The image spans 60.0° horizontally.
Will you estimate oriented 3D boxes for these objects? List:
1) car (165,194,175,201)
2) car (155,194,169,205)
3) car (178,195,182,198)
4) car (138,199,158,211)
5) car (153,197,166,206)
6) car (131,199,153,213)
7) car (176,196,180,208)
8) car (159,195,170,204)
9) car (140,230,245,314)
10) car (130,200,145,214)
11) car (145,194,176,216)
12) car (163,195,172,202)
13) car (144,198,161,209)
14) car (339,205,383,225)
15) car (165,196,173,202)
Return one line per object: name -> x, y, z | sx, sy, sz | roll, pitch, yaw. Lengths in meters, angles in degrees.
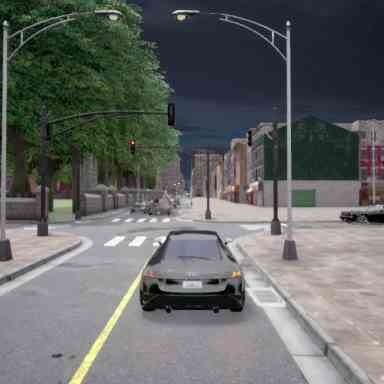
car -> -6.056, 1.542, 92.084 | 2.192, 1.841, 5.009 | 1, 0, -1
car -> -5.798, 1.413, 64.833 | 2.192, 1.841, 5.009 | 1, 0, -1
car -> -3.206, 1.593, 61.718 | 1.837, 1.490, 4.892 | 0, 0, 0
car -> -5.598, 1.591, 43.032 | 2.008, 1.369, 4.403 | 1, 0, -1
car -> -5.753, 1.662, 59.382 | 1.802, 1.307, 4.206 | 1, 0, -1
car -> -5.601, 1.558, 37.871 | 1.752, 1.417, 4.829 | 1, 0, -1
car -> -3.092, 1.574, 46.842 | 1.812, 1.442, 4.674 | 0, 0, -1
car -> -5.852, 1.559, 70.282 | 1.967, 1.590, 4.097 | 1, 0, -1
car -> 0.024, 1.567, 7.730 | 1.994, 1.385, 4.181 | 0, 0, 1
car -> -5.559, 1.580, 35.897 | 2.008, 1.369, 4.403 | 1, 0, -1
car -> -3.049, 1.377, 33.193 | 2.097, 1.767, 4.553 | 0, 0, 1
car -> -5.955, 1.608, 81.182 | 1.967, 1.590, 4.097 | 1, 0, -1
car -> -5.650, 1.617, 48.482 | 1.947, 1.339, 4.313 | 1, 0, -1
car -> 12.638, 1.531, 22.592 | 4.718, 1.301, 1.895 | -1, -1, 0
car -> -6.007, 1.721, 86.462 | 1.752, 1.417, 4.829 | 1, 0, -1
